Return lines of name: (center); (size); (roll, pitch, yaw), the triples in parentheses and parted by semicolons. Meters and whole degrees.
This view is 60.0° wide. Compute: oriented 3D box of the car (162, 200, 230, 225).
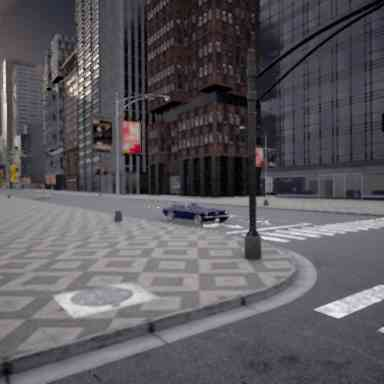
car: (0.131, 1.200, 20.193); (1.895, 1.301, 4.718); (-1, 1, -35)

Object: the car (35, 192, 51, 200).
car: (-24.977, 0.628, 55.757); (1.895, 1.301, 4.718); (-1, 1, -35)
